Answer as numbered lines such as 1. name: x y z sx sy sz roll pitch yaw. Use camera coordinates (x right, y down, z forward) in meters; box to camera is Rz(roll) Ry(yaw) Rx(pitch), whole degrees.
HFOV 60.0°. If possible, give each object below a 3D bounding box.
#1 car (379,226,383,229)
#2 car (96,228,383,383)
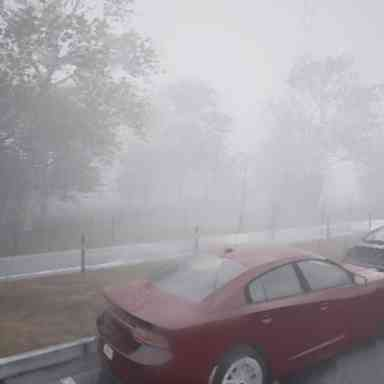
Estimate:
1. car: 5.731 1.506 8.082 4.892 1.521 2.231 1 0 -33
2. car: 1.189 1.511 4.882 5.008 1.535 2.097 -1 0 -33
